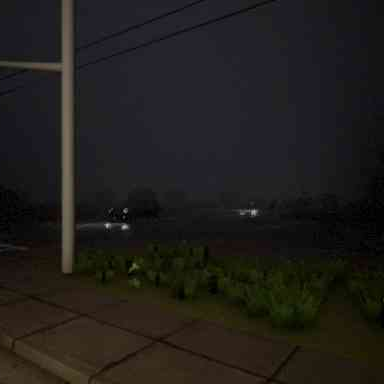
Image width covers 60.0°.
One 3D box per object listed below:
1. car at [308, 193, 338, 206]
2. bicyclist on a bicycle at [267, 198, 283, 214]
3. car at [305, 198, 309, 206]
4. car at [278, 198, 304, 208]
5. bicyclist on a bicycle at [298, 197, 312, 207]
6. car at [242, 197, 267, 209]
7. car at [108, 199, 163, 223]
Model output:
[{"bbox_3d":[17.515,1.125,43.691,1.905,1.878,3.866,-6,-1,-8],"label":"car"},{"bbox_3d":[8.488,1.434,34.024,1.656,1.620,0.582,0,0,21],"label":"bicyclist on a bicycle"},{"bbox_3d":[17.838,1.548,51.511,1.994,1.385,4.181,0,0,34],"label":"car"},{"bbox_3d":[13.121,1.498,44.561,1.994,1.385,4.181,-1,-1,35],"label":"car"},{"bbox_3d":[12.428,1.337,35.515,0.582,1.620,1.656,-1,-1,-32],"label":"bicyclist on a bicycle"},{"bbox_3d":[8.313,1.449,43.954,1.882,1.535,5.008,-1,-1,35],"label":"car"},{"bbox_3d":[-4.287,1.334,25.672,2.097,1.767,4.553,0,0,35],"label":"car"}]
